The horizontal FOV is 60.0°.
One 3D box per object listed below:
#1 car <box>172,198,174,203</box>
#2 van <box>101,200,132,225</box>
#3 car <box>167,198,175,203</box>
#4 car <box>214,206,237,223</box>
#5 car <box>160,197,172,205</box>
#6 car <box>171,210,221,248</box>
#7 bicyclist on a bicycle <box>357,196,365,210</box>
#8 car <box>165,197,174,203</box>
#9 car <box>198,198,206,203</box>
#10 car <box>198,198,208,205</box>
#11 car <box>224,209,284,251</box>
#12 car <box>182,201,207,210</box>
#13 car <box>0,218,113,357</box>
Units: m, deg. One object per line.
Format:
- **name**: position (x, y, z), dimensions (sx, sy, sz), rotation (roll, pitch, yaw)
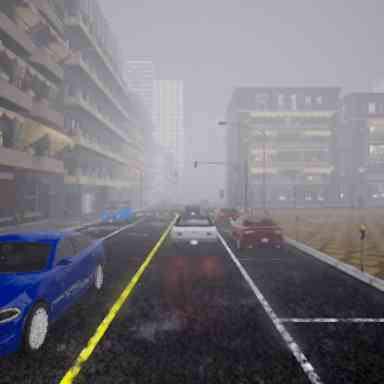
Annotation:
- **car**: position (-5.748, 2.128, 74.486), dimensions (1.947, 1.339, 4.313), rotation (-1, 0, 0)
- **van**: position (-5.717, 1.524, 25.486), dimensions (1.690, 1.788, 3.998), rotation (0, 0, 0)
- **car**: position (-5.760, 2.281, 91.069), dimensions (1.802, 1.307, 4.206), rotation (-1, 0, 0)
- **car**: position (2.665, 1.727, 25.489), dimensions (1.887, 1.381, 4.507), rotation (0, 0, 0)
- **car**: position (-5.744, 2.068, 68.959), dimensions (2.008, 1.369, 4.403), rotation (-1, 0, 0)
- **car**: position (0.089, 1.709, 15.319), dimensions (1.895, 1.301, 4.718), rotation (0, 0, 0)
- **bicyclist on a bicycle**: position (20.217, 1.306, 39.826), dimensions (0.582, 1.620, 1.656), rotation (-1, 0, -1)
- **car**: position (-5.757, 2.094, 85.543), dimensions (1.967, 1.590, 4.097), rotation (-1, 0, 0)
- **car**: position (2.621, 2.250, 91.070), dimensions (2.008, 1.369, 4.403), rotation (-1, 0, 0)
- **car**: position (2.631, 2.002, 74.488), dimensions (1.967, 1.590, 4.097), rotation (-1, 0, 0)
- **car**: position (2.673, 1.646, 14.438), dimensions (1.887, 1.381, 4.507), rotation (0, 0, 0)
- **car**: position (0.079, 1.778, 29.741), dimensions (1.994, 1.385, 4.181), rotation (0, 0, 0)
- **car**: position (-3.106, 1.522, 6.356), dimensions (1.882, 1.535, 5.008), rotation (0, 0, 0)
